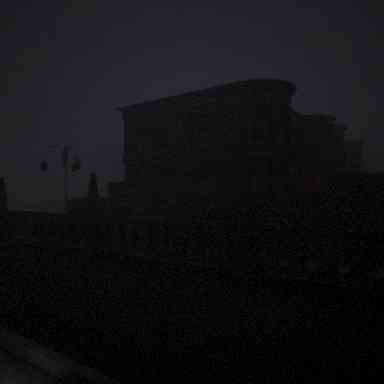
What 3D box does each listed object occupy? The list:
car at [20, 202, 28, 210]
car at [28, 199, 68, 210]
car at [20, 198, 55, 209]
[{"bbox_3d":[-21.810,1.731,47.209,1.812,1.442,4.674,0,0,36],"label":"car"},{"bbox_3d":[-18.966,1.681,45.175,2.128,1.511,4.902,0,0,36],"label":"car"},{"bbox_3d":[-23.521,1.747,50.780,1.812,1.442,4.674,0,0,36],"label":"car"}]
